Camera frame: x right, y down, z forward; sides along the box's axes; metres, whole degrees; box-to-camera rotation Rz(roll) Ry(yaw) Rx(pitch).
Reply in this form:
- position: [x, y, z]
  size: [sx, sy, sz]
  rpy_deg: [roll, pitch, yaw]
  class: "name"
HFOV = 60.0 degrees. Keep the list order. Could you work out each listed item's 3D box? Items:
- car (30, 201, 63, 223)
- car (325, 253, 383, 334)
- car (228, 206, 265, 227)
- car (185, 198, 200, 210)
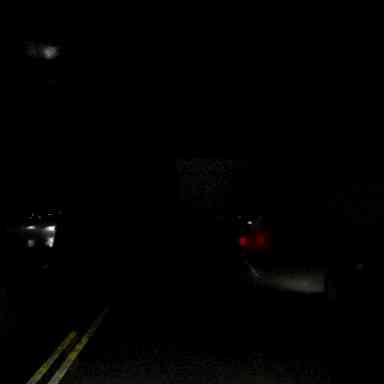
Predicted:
- position: [-10.604, 1.516, 25.543]
  size: [1.837, 1.490, 4.892]
  rpy_deg: [0, 0, 0]
  class: "car"
- position: [3.599, 1.528, 4.833]
  size: [1.812, 1.442, 4.674]
  rpy_deg: [0, 0, 0]
  class: "car"
- position: [3.596, 1.611, 22.899]
  size: [1.895, 1.301, 4.718]
  rpy_deg: [0, 0, 0]
  class: "car"
- position: [0.093, 1.497, 42.938]
  size: [1.882, 1.535, 5.008]
  rpy_deg: [0, 0, 0]
  class: "car"
